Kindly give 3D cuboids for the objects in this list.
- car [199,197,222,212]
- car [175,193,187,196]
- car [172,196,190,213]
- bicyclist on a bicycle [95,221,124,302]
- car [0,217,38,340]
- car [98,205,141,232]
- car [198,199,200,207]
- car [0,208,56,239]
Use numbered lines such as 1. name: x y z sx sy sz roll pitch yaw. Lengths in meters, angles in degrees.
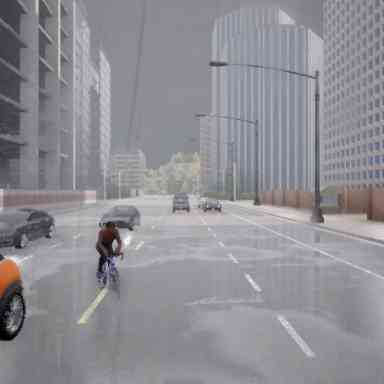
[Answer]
1. car: 2.234 1.601 38.549 1.895 1.301 4.718 0 0 -2
2. car: -1.604 1.221 47.677 2.150 2.045 5.566 0 0 -2
3. car: -1.229 1.491 37.510 2.128 1.511 4.902 0 0 -2
4. bicyclist on a bicycle: -1.818 1.434 7.206 0.582 1.620 1.656 1 1 -31
5. car: -3.683 1.352 3.451 2.097 1.767 4.553 0 0 -2
6. car: -4.263 1.547 20.582 2.033 1.411 5.357 0 0 -2
7. car: 1.811 1.525 48.381 1.812 1.442 4.674 0 0 -2
8. car: -7.568 1.506 14.531 1.837 1.490 4.892 0 0 -2
